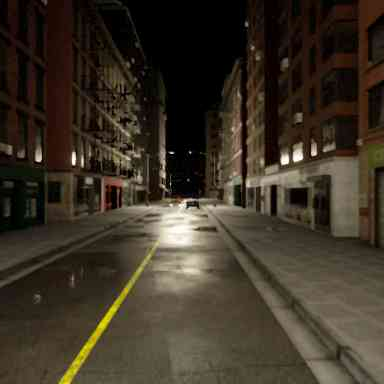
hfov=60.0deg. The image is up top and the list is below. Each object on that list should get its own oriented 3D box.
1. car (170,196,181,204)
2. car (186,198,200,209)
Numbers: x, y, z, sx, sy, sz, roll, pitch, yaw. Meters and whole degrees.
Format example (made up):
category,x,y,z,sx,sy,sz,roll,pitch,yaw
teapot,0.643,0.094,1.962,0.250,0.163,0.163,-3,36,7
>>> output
category,x,y,z,sx,sy,sz,roll,pitch,yaw
car,-3.006,1.480,62.414,1.882,1.535,5.008,0,0,1
car,0.114,1.536,45.593,2.033,1.411,5.357,0,0,0
